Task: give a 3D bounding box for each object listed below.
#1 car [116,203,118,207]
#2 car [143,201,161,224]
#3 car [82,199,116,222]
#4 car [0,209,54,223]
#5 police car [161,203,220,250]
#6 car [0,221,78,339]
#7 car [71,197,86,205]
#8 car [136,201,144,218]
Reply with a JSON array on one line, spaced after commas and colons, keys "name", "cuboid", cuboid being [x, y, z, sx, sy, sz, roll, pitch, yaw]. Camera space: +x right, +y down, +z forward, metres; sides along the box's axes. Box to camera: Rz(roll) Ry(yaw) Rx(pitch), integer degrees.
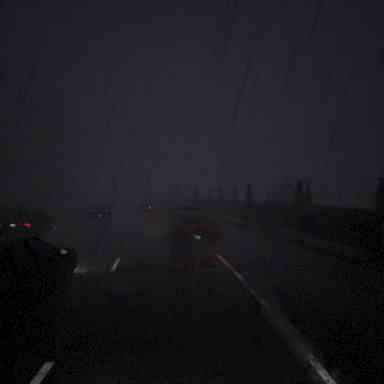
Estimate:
[{"name": "car", "cuboid": [-12.589, 1.782, 49.322, 1.895, 1.301, 4.718, 0, 0, -29]}, {"name": "car", "cuboid": [-2.316, 1.562, 25.447, 1.882, 1.535, 5.008, 0, 0, -14]}, {"name": "car", "cuboid": [-7.589, 1.593, 27.193, 2.128, 1.511, 4.902, 0, 0, -16]}, {"name": "car", "cuboid": [-8.902, 1.625, 18.083, 2.033, 1.411, 5.357, 0, 0, -11]}, {"name": "police car", "cuboid": [-0.152, 1.472, 14.791, 1.930, 1.638, 5.238, 0, 0, -9]}, {"name": "car", "cuboid": [-3.792, 1.577, 6.498, 2.033, 1.411, 5.357, 0, 0, -4]}, {"name": "car", "cuboid": [-21.335, 1.749, 63.108, 1.837, 1.490, 4.892, 0, 0, -38]}, {"name": "car", "cuboid": [-4.142, 1.613, 31.781, 1.837, 1.490, 4.892, 0, 0, -18]}]
